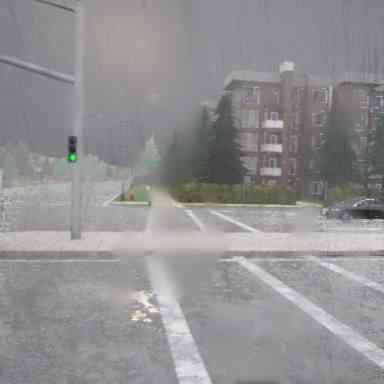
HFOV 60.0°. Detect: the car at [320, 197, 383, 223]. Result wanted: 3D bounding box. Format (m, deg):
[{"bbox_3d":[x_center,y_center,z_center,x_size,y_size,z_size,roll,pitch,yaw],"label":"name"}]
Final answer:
[{"bbox_3d":[10.574,1.088,20.891,4.902,1.511,2.128,1,2,-9],"label":"car"}]
